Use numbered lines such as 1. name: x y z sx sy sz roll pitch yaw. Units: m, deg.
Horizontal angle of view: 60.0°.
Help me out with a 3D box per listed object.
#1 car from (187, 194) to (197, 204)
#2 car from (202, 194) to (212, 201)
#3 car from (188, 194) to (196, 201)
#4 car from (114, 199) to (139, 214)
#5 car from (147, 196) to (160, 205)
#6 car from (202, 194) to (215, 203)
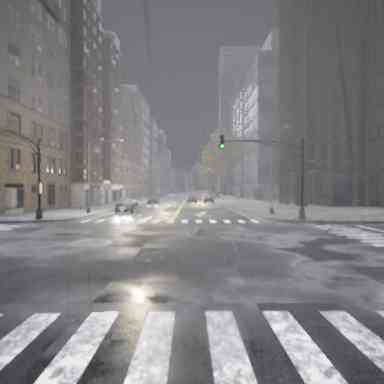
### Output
1. car: 0.002 1.381 62.668 2.128 1.511 4.902 0 0 0
2. car: 3.252 1.174 73.088 1.882 1.535 5.008 0 0 0
3. car: 0.002 1.196 73.088 1.837 1.490 4.892 0 0 0
4. car: -6.588 1.435 33.910 2.128 1.511 4.902 0 0 0
5. car: -6.511 1.449 56.998 2.033 1.411 5.357 0 0 0
6. car: 3.252 1.414 63.084 1.812 1.442 4.674 0 0 0
